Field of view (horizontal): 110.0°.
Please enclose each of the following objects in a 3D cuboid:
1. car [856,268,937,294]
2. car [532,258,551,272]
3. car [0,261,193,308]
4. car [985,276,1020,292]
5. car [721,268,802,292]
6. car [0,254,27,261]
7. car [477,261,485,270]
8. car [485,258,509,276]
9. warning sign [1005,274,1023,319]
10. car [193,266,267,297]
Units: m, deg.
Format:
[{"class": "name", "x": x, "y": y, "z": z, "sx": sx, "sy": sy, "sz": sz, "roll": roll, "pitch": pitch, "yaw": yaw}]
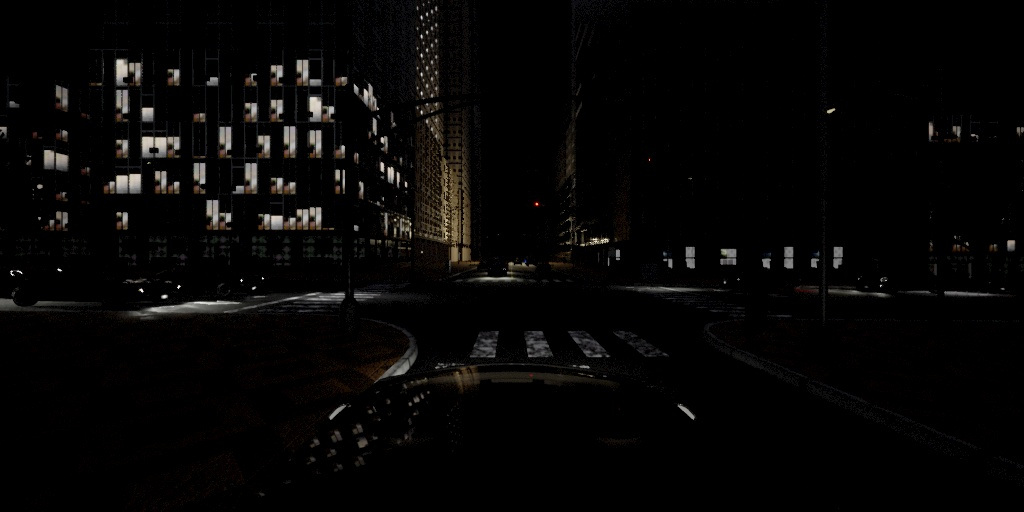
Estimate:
[{"class": "car", "x": 26.746, "y": 1.606, "z": 24.885, "sx": 4.553, "sy": 1.767, "sz": 2.097, "roll": 1, "pitch": 0, "yaw": -3}, {"class": "car", "x": 3.955, "y": 1.329, "z": 45.552, "sx": 1.948, "sy": 1.339, "sz": 4.313, "roll": 0, "pitch": 0, "yaw": 0}, {"class": "car", "x": -15.290, "y": 1.042, "z": 13.035, "sx": 5.357, "sy": 1.411, "sz": 2.033, "roll": 1, "pitch": 0, "yaw": 0}, {"class": "car", "x": 36.761, "y": 2.035, "z": 25.336, "sx": 4.718, "sy": 1.301, "sz": 1.895, "roll": 1, "pitch": 0, "yaw": -2}, {"class": "car", "x": 16.900, "y": 1.569, "z": 24.437, "sx": 4.902, "sy": 1.511, "sz": 2.128, "roll": 1, "pitch": 0, "yaw": -3}, {"class": "car", "x": -22.916, "y": 0.706, "z": 15.911, "sx": 4.553, "sy": 1.767, "sz": 2.097, "roll": 1, "pitch": 0, "yaw": -3}, {"class": "car", "x": -3.994, "y": 1.343, "z": 51.050, "sx": 1.802, "sy": 1.307, "sz": 4.207, "roll": 0, "pitch": 0, "yaw": 0}, {"class": "car", "x": -1.475, "y": 1.245, "z": 37.099, "sx": 1.882, "sy": 1.535, "sz": 5.008, "roll": 0, "pitch": 0, "yaw": 0}, {"class": "warning sign", "x": 17.281, "y": 1.204, "z": 11.741, "sx": 1.060, "sy": 1.860, "sz": 1.300, "roll": 0, "pitch": 0, "yaw": -3}, {"class": "car", "x": -14.011, "y": 1.118, "z": 16.315, "sx": 4.718, "sy": 1.301, "sz": 1.895, "roll": 1, "pitch": 0, "yaw": -3}]
